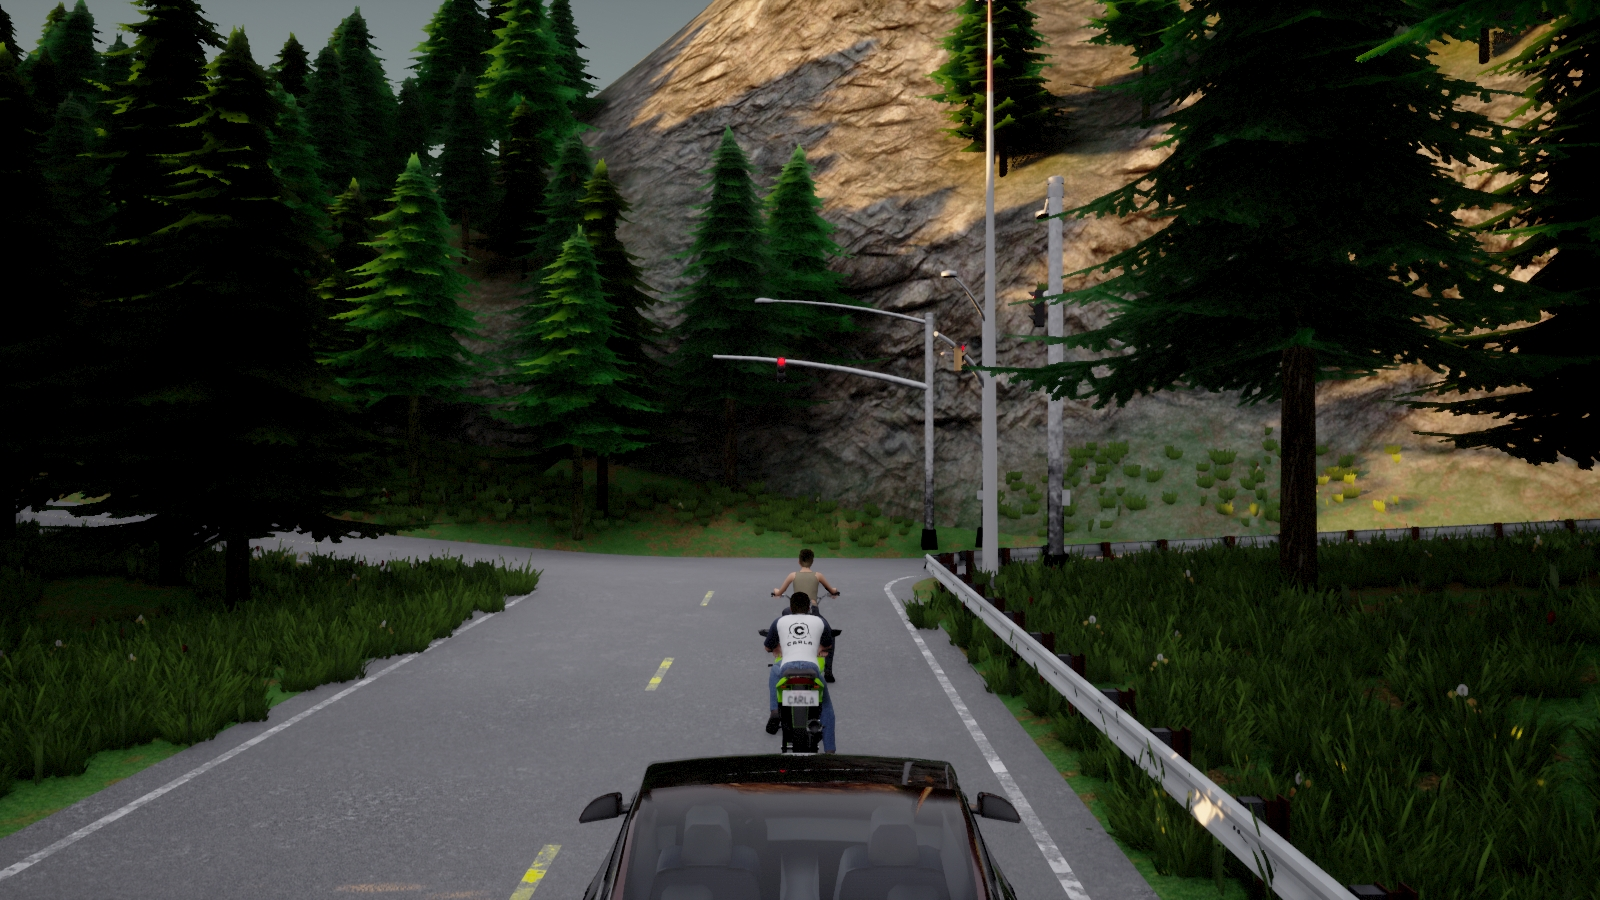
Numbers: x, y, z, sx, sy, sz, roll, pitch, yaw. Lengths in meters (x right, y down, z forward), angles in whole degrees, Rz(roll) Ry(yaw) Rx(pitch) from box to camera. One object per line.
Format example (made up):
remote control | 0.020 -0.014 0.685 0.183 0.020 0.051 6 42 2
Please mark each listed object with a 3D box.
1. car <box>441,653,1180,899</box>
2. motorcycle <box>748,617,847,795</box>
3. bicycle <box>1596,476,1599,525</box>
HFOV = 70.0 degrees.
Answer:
car | 0.029 2.063 5.012 2.163 1.488 4.792 0 0 0
motorcycle | -0.020 2.213 10.238 0.803 1.145 2.033 0 0 0
bicycle | 21.725 1.355 29.474 1.835 1.471 0.329 -5 -2 26
